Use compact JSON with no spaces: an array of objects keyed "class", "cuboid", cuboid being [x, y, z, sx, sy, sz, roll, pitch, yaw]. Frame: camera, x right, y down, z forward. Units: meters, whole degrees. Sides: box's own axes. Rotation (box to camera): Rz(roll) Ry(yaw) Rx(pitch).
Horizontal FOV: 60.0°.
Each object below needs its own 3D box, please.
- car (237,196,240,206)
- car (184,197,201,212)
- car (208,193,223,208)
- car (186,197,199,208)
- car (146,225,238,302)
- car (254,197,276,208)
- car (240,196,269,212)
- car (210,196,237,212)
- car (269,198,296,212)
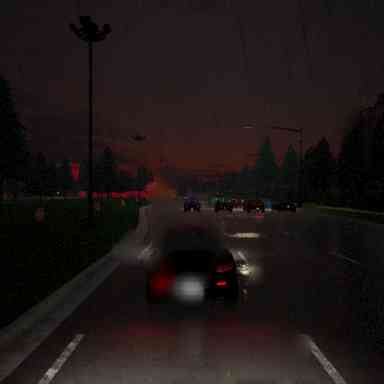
[{"class":"car","cuboid":[7.023,1.352,48.319,2.097,1.767,4.553,0,0,0]},{"class":"car","cuboid":[0.019,1.601,38.382,1.895,1.301,4.718,0,0,0]},{"class":"car","cuboid":[3.524,1.221,48.380,2.150,2.045,5.566,0,0,0]},{"class":"car","cuboid":[0.024,1.526,48.394,1.812,1.442,4.674,0,0,0]},{"class":"car","cuboid":[0.004,1.526,8.141,1.812,1.442,4.674,0,0,0]},{"class":"car","cuboid":[10.524,1.547,48.347,2.033,1.411,5.357,0,0,0]},{"class":"car","cuboid":[7.018,1.505,37.932,1.837,1.490,4.892,0,0,0]},{"class":"car","cuboid":[3.518,1.492,37.933,2.128,1.511,4.902,0,0,0]},{"class":"car","cuboid":[10.519,1.564,38.346,1.994,1.385,4.181,0,0,0]}]
